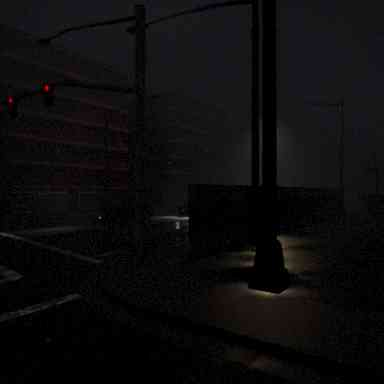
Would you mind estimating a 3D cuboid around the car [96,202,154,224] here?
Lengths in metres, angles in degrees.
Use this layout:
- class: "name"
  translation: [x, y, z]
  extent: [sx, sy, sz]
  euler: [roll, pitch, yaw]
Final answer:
- class: "car"
  translation: [-4.884, 1.489, 24.760]
  extent: [2.128, 1.511, 4.902]
  euler: [0, 0, 35]

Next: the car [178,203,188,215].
- class: "car"
  translation: [0.557, 1.502, 32.503]
  extent: [1.837, 1.490, 4.892]
  euler: [0, 0, 35]
